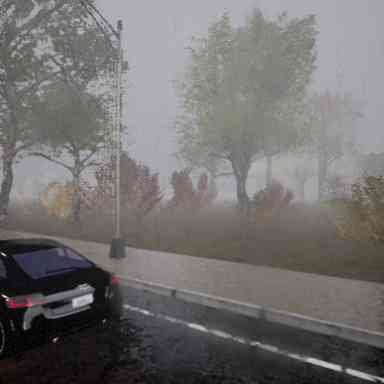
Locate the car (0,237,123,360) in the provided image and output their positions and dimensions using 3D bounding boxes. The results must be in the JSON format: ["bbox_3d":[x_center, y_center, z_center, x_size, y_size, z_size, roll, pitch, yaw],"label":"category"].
[{"bbox_3d":[-3.211,1.532,5.968,4.181,1.385,1.994,0,0,35],"label":"car"}]
